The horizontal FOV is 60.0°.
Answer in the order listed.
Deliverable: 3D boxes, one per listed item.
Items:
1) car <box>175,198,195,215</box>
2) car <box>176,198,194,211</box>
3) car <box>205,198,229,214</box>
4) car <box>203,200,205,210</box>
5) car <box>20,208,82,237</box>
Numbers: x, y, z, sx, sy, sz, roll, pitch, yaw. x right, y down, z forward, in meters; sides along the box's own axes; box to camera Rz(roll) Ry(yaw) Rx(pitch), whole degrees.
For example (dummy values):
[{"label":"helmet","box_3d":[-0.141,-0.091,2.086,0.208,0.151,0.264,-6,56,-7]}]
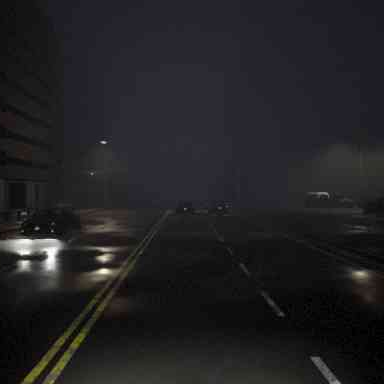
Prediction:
[{"label":"car","box_3d":[-0.710,1.570,33.576,1.994,1.385,4.181,0,0,-2]},{"label":"car","box_3d":[-0.940,1.499,42.474,2.128,1.511,4.902,0,0,-1]},{"label":"car","box_3d":[2.707,1.570,34.975,1.994,1.385,4.181,0,0,-1]},{"label":"car","box_3d":[2.423,1.555,44.208,2.033,1.411,5.357,0,0,-1]},{"label":"car","box_3d":[-7.493,1.567,18.009,1.994,1.385,4.181,0,0,-1]}]
